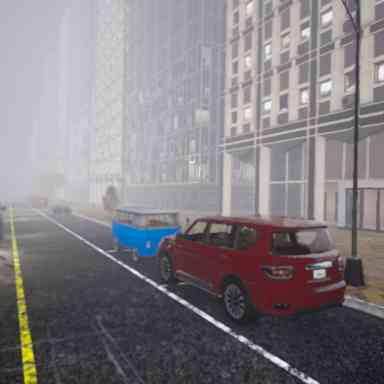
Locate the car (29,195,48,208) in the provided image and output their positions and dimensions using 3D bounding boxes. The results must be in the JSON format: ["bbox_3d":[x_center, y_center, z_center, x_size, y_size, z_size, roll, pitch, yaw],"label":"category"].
[{"bbox_3d":[-23.785,1.540,52.297,2.192,1.841,5.009,1,0,-29],"label":"car"}]

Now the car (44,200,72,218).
[{"bbox_3d":[-12.805,1.723,32.389,2.008,1.369,4.403,1,0,-29],"label":"car"}]

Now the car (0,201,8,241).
[{"bbox_3d":[-10.646,1.246,16.727,2.150,2.045,5.566,1,-1,-29],"label":"car"}]

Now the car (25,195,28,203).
[{"bbox_3d":[-32.021,1.704,67.227,1.967,1.590,4.097,1,0,-29],"label":"car"}]

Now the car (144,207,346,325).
[{"bbox_3d":[0.923,1.419,7.508,2.192,1.841,5.009,1,0,-29],"label":"car"}]

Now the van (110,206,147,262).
[{"bbox_3d":[-1.822,1.459,12.484,1.690,1.788,3.998,1,0,-29],"label":"van"}]

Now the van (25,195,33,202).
[{"bbox_3d":[-40.256,1.642,82.157,1.690,1.788,3.998,1,0,-29],"label":"van"}]

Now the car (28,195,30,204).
[{"bbox_3d":[-26.530,1.553,57.275,2.192,1.841,5.009,1,0,-29],"label":"car"}]
